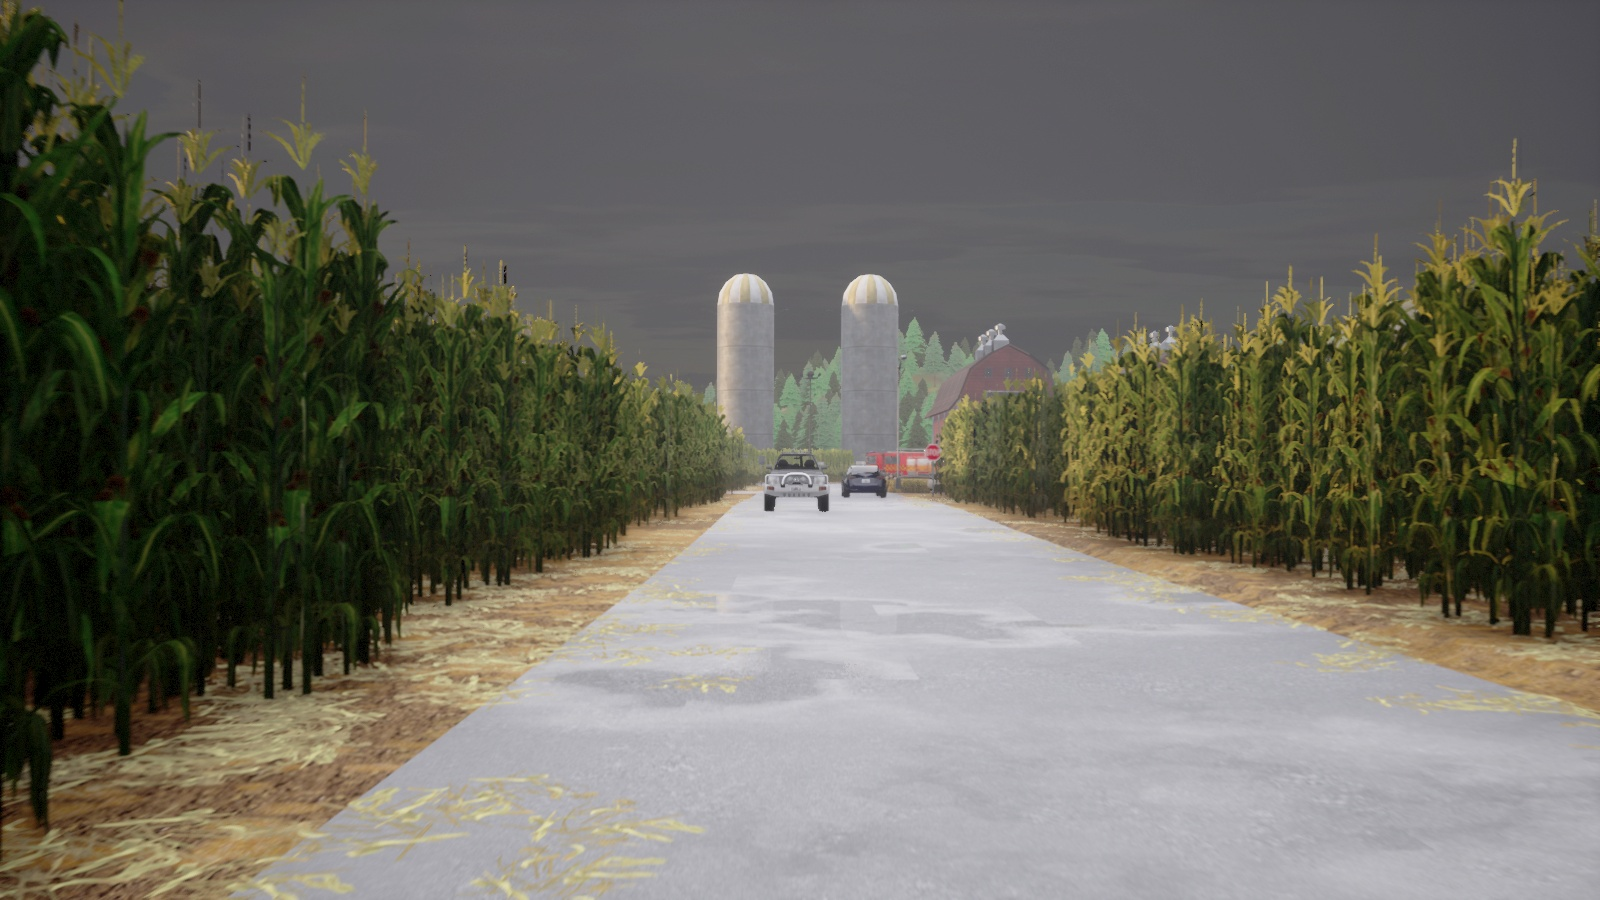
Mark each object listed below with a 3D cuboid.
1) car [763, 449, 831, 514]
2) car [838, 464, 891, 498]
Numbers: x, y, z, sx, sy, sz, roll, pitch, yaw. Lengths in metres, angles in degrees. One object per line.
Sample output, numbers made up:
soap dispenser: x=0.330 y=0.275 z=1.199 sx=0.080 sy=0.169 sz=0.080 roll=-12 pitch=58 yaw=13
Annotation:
car: x=-0.094 y=0.910 z=38.358 sx=1.932 sy=1.855 sz=4.605 roll=0 pitch=0 yaw=0
car: x=2.958 y=1.429 z=58.573 sx=2.163 sy=1.488 sz=4.792 roll=0 pitch=-1 yaw=0
